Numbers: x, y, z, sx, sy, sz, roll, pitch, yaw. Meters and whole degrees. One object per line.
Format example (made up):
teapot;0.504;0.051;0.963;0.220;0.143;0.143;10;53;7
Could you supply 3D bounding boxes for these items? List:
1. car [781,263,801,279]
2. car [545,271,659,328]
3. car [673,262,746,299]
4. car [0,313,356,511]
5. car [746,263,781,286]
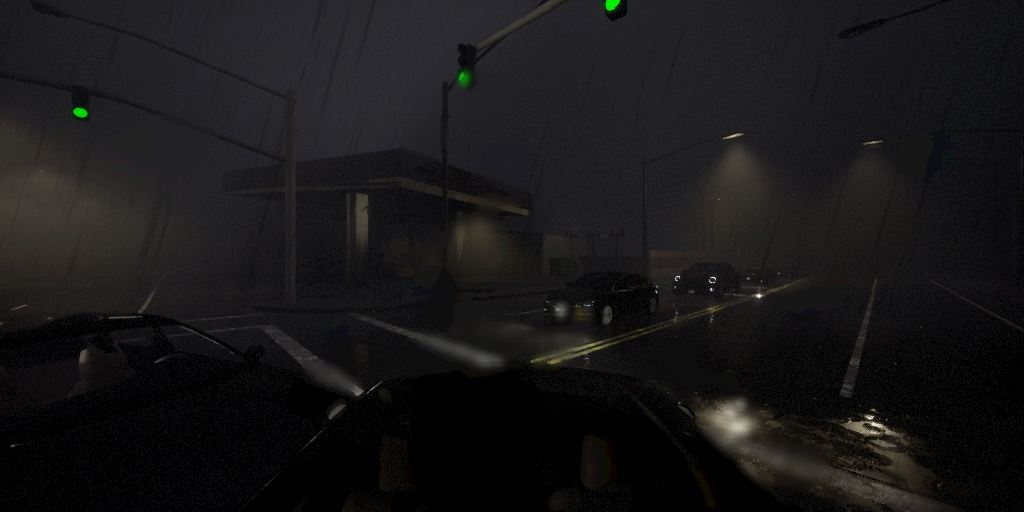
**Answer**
car;24.304;1.312;32.075;4.181;1.385;1.994;0;0;-44
car;3.069;1.254;11.608;4.892;1.490;1.837;0;0;-44
car;10.018;1.101;18.341;4.553;1.767;2.097;0;0;-44
car;-3.379;1.242;2.693;4.902;1.511;2.128;0;0;16
car;17.056;1.313;25.138;4.181;1.385;1.994;0;0;-45
